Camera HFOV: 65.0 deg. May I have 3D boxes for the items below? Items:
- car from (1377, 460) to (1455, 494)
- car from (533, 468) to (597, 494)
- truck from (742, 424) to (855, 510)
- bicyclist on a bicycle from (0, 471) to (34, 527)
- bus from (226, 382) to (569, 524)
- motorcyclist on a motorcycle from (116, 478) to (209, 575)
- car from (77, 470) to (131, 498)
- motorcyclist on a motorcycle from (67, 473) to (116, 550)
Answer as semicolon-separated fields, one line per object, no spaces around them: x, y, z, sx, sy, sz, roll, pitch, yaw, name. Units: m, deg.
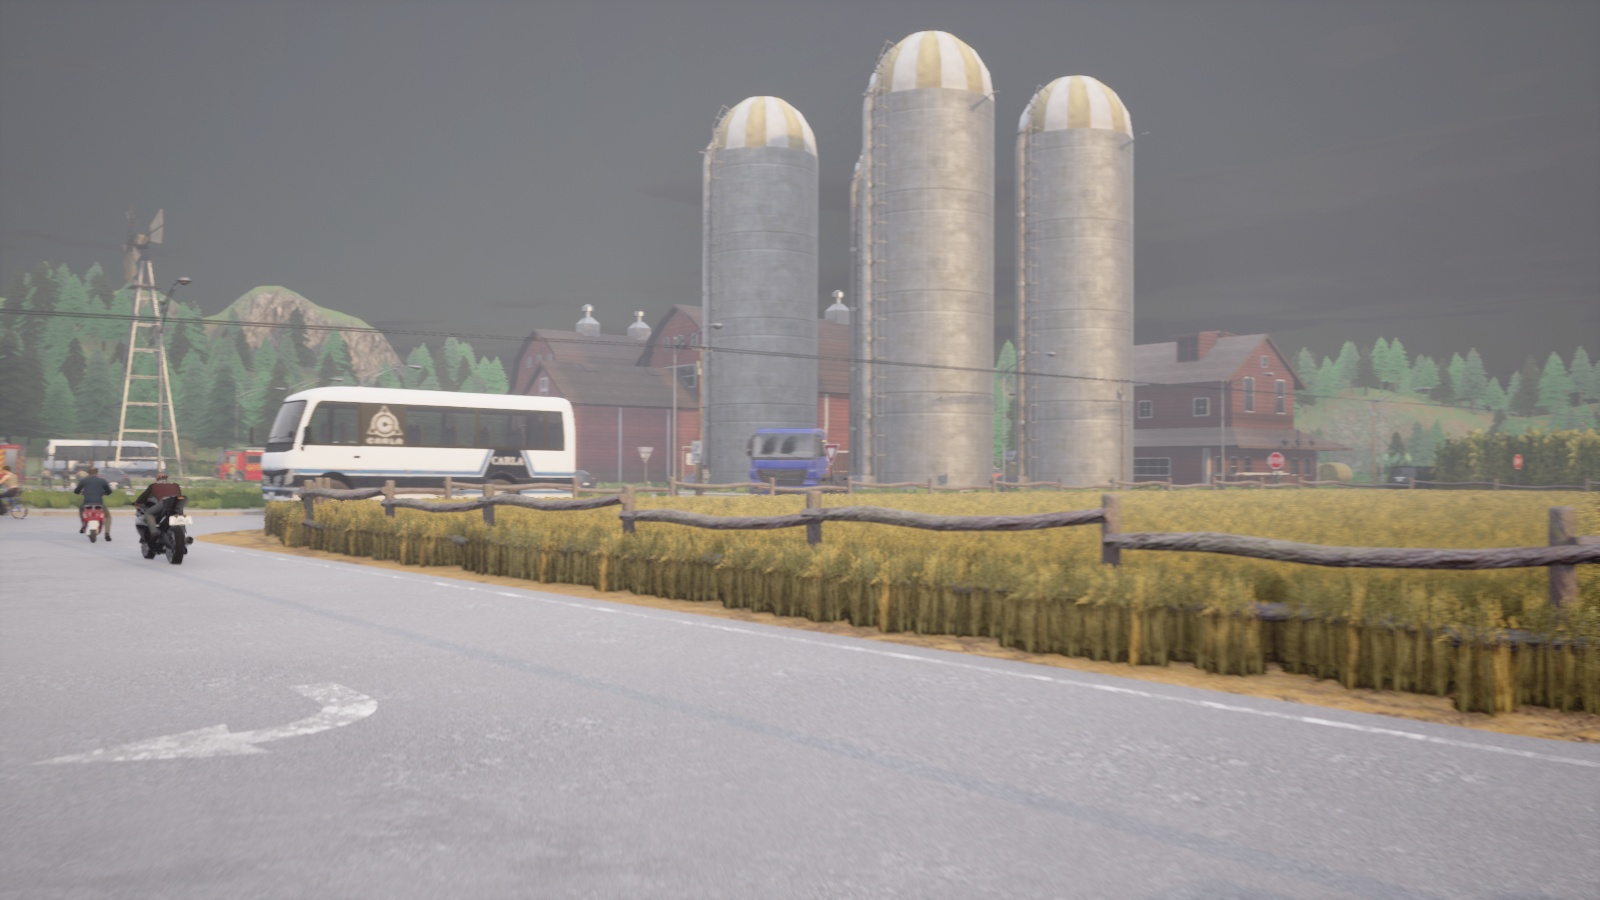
38.944;1.701;79.337;5.566;2.045;2.150;1;-1;-38;car
-15.965;2.088;85.166;2.152;1.651;5.027;1;-1;-39;car
0.093;0.755;55.004;2.891;3.462;7.936;0;-1;16;truck
-23.583;1.442;37.026;1.509;1.612;0.866;0;-1;7;bicyclist on a bicycle
-13.365;0.205;42.418;10.273;4.253;3.944;1;-2;-38;bus
-10.802;1.251;21.230;0.866;1.530;2.191;1;-1;-41;motorcyclist on a motorcycle
-42.629;2.058;76.840;2.152;1.651;5.027;1;-1;-38;car
-15.138;1.281;26.824;0.866;1.590;1.817;0;-1;-30;motorcyclist on a motorcycle
